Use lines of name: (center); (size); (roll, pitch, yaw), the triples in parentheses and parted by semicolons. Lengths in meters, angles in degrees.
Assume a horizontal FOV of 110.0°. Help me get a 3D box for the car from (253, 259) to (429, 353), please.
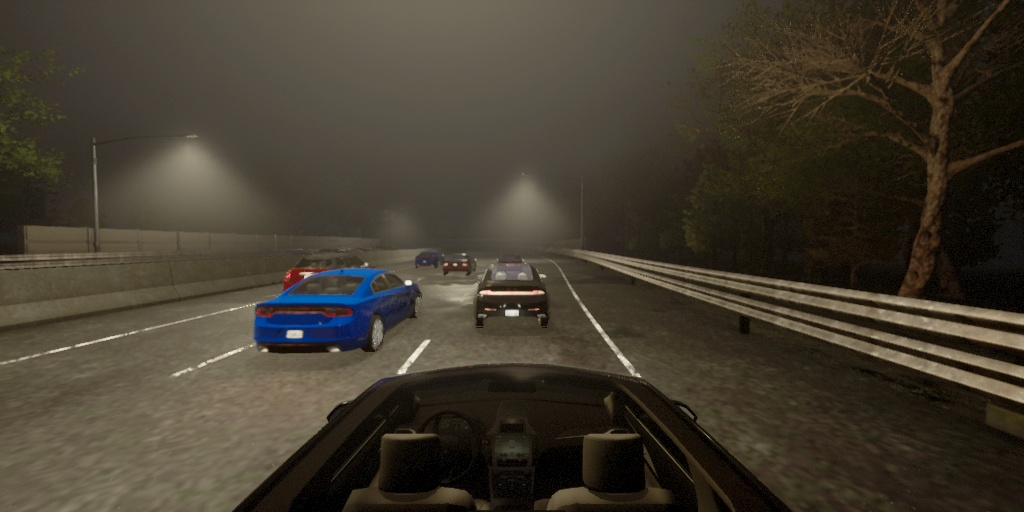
car: (-3.504, 1.013, 8.239); (1.882, 1.535, 5.008); (0, 2, 0)

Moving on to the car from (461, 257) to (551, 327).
car: (-0.004, 0.958, 10.323); (2.128, 1.511, 4.902); (0, 2, 0)

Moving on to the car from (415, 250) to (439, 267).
car: (-7.168, 0.244, 31.814); (1.882, 1.535, 5.008); (0, 2, 0)

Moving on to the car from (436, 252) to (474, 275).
car: (-3.635, 0.522, 25.387); (2.033, 1.411, 5.357); (0, 2, 0)

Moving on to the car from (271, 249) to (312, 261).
car: (-28.437, -0.147, 46.405); (2.033, 1.411, 5.357); (0, 2, -1)

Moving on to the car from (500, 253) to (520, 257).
car: (-0.135, 0.520, 25.416); (2.033, 1.411, 5.357); (0, 2, 0)

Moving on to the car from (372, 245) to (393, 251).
car: (-17.982, -0.562, 49.221); (2.150, 2.045, 5.566); (0, 1, 0)

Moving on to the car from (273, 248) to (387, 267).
car: (-7.027, 0.681, 14.566); (2.097, 1.767, 4.553); (0, 2, 0)
